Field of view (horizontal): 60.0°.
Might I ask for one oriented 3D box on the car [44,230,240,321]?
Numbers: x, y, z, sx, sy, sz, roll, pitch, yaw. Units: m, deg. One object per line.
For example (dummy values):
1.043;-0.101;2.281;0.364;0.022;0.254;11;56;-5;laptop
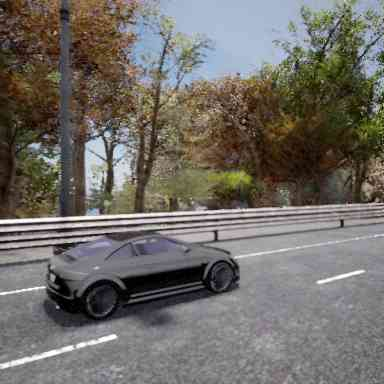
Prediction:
-0.952;1.552;7.320;4.181;1.385;1.994;0;0;-35;car
